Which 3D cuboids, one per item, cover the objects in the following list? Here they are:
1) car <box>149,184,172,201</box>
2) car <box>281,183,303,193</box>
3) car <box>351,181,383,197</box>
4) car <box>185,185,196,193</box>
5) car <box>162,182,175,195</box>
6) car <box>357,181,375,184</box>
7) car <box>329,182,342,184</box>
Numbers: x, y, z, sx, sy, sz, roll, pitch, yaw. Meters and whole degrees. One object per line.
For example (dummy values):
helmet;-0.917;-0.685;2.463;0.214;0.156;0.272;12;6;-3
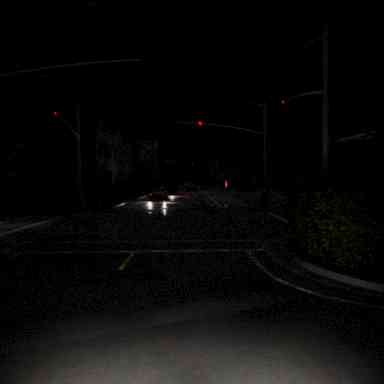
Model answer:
car;-3.720;0.147;37.792;1.882;1.535;5.008;-1;2;0
car;15.263;-0.538;52.100;2.007;1.523;4.514;-1;2;0
car;22.256;-0.468;42.123;1.932;1.855;4.605;-1;2;0
car;-0.177;-0.567;58.719;1.812;1.442;4.674;-1;2;0
car;-3.744;-0.588;51.605;2.150;2.045;5.566;-1;2;0
car;19.012;-0.181;34.242;1.905;1.878;3.866;-1;2;0
car;25.301;-1.045;59.514;2.152;1.636;5.027;-1;2;0
